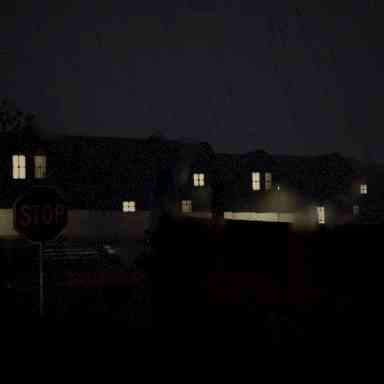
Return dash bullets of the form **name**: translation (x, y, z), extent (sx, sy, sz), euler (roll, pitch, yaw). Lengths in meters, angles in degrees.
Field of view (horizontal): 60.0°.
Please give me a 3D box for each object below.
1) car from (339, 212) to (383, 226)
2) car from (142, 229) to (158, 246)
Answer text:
- **car**: translation (12.672, 2.420, 23.121), extent (5.566, 2.045, 2.150), euler (2, -2, -22)
- **car**: translation (-0.211, 2.287, 17.821), extent (4.718, 1.301, 1.895), euler (2, -2, -22)
